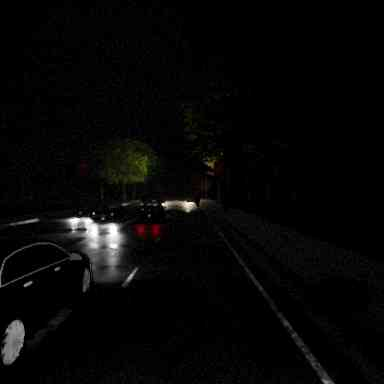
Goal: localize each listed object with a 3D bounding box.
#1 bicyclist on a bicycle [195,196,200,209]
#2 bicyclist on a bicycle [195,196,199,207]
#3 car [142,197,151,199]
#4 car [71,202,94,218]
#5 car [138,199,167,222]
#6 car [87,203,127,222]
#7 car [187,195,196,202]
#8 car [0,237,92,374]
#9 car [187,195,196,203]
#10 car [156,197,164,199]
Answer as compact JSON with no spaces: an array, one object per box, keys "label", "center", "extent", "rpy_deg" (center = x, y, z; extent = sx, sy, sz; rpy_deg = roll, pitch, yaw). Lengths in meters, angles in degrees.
[{"label":"bicyclist on a bicycle","center":[0.819,1.517,45.824],"extent":[0.659,1.776,1.843],"rpy_deg":[0,0,0]},{"label":"bicyclist on a bicycle","center":[0.803,1.547,55.611],"extent":[0.659,1.776,1.843],"rpy_deg":[0,0,0]},{"label":"car","center":[-9.866,1.703,72.022],"extent":[1.994,1.385,4.181],"rpy_deg":[0,0,0]},{"label":"car","center":[-9.895,1.664,31.428],"extent":[1.994,1.385,4.181],"rpy_deg":[0,0,0]},{"label":"car","center":[-3.195,1.578,27.342],"extent":[2.128,1.511,4.902],"rpy_deg":[0,0,0]},{"label":"car","center":[-6.642,1.686,27.020],"extent":[1.895,1.301,4.718],"rpy_deg":[0,0,0]},{"label":"car","center":[-0.137,1.540,85.863],"extent":[2.097,1.767,4.553],"rpy_deg":[0,0,0]},{"label":"car","center":[-3.161,1.521,5.596],"extent":[1.837,1.490,4.892],"rpy_deg":[0,0,0]},{"label":"car","center":[-0.118,1.750,73.276],"extent":[1.812,1.442,4.674],"rpy_deg":[0,0,0]},{"label":"car","center":[-6.611,1.708,68.366],"extent":[1.837,1.490,4.892],"rpy_deg":[0,0,0]}]
